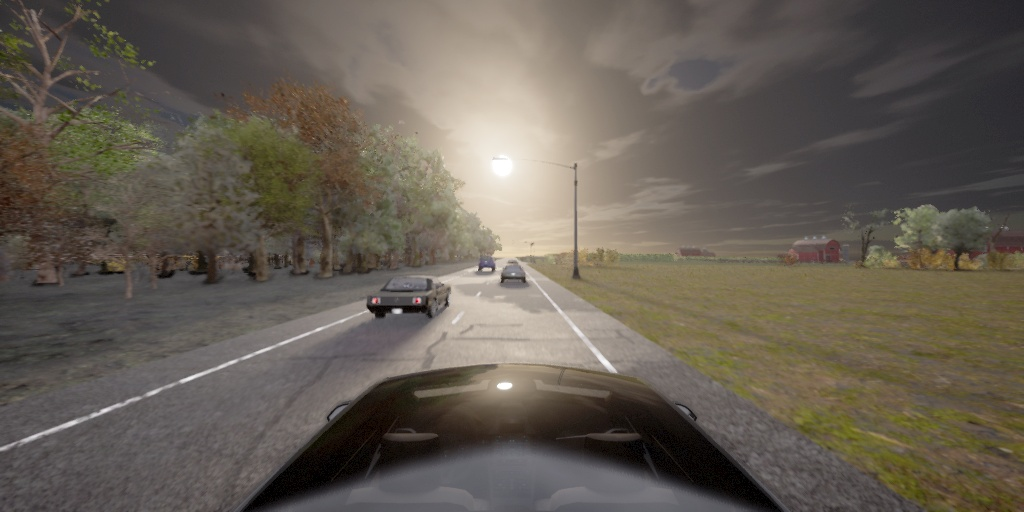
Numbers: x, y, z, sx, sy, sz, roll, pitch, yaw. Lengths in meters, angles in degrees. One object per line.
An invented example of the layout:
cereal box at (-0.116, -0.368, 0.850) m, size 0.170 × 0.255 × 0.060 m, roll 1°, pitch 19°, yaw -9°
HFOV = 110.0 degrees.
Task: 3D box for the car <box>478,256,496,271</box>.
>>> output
car at (-3.403, 0.983, 49.609) m, size 2.150 × 2.045 × 5.566 m, roll 0°, pitch 0°, yaw 0°

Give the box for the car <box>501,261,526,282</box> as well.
car at (0.100, 1.325, 28.951) m, size 1.994 × 1.385 × 4.181 m, roll 0°, pitch 0°, yaw 0°

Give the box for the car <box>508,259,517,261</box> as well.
car at (0.095, 1.268, 57.243) m, size 1.837 × 1.490 × 4.892 m, roll 0°, pitch 0°, yaw 0°

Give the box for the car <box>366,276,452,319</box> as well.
car at (-3.399, 1.356, 12.858) m, size 1.895 × 1.301 × 4.718 m, roll 0°, pitch 0°, yaw 0°
